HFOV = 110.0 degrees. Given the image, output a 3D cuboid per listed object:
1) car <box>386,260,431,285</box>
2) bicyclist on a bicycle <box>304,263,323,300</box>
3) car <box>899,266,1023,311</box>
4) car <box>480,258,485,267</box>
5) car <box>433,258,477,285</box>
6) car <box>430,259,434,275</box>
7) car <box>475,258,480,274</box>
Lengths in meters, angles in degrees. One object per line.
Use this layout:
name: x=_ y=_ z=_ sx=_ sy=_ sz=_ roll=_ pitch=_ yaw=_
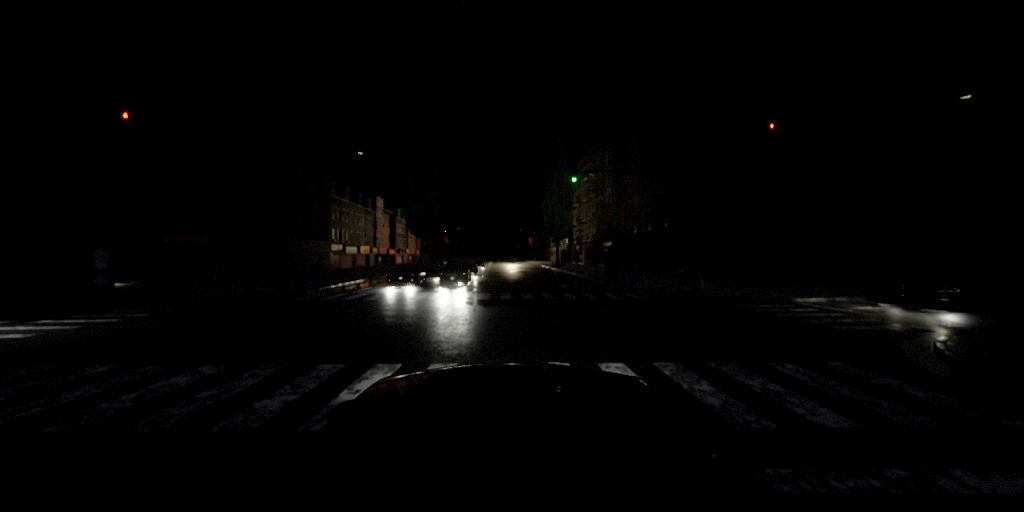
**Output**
car: x=-7.106 y=1.205 z=24.614 sx=1.994 sy=1.385 sz=4.181 roll=0 pitch=0 yaw=-2
bicyclist on a bicycle: x=-8.965 y=1.132 z=16.232 sx=0.582 sy=1.620 sz=1.656 roll=0 pitch=1 yaw=-2
car: x=17.544 y=1.134 z=13.484 sx=5.008 sy=1.535 sz=1.882 roll=0 pitch=0 yaw=-4
car: x=-5.318 y=1.013 z=56.742 sx=1.837 sy=1.490 sz=4.892 roll=0 pitch=0 yaw=-2
car: x=-3.872 y=1.130 z=25.049 sx=2.128 sy=1.511 sz=4.902 roll=0 pitch=0 yaw=-2
car: x=-7.534 y=1.080 z=33.789 sx=1.882 sy=1.535 sz=5.008 roll=0 pitch=1 yaw=-3
car: x=-4.367 y=1.120 z=35.710 sx=1.812 sy=1.442 sz=4.674 roll=0 pitch=0 yaw=-4
